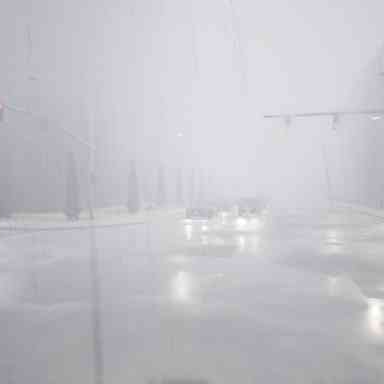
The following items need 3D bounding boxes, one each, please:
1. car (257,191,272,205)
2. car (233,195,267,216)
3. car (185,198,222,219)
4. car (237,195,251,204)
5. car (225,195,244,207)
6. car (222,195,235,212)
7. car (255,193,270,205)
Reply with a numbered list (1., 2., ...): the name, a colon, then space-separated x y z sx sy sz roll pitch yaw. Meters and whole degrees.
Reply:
1. car: 10.515 0.839 48.927 2.150 2.045 5.566 0 1 15
2. car: 5.197 1.259 29.328 2.128 1.511 4.902 0 0 15
3. car: 0.870 1.367 26.753 1.994 1.385 4.181 0 0 15
4. car: 8.740 1.186 55.662 1.895 1.301 4.718 0 0 16
5. car: 5.751 1.194 44.793 1.812 1.442 4.674 0 1 16
6. car: 3.067 1.306 34.870 1.994 1.385 4.181 0 0 15
7. car: 7.620 1.205 38.255 1.837 1.490 4.892 0 0 15
